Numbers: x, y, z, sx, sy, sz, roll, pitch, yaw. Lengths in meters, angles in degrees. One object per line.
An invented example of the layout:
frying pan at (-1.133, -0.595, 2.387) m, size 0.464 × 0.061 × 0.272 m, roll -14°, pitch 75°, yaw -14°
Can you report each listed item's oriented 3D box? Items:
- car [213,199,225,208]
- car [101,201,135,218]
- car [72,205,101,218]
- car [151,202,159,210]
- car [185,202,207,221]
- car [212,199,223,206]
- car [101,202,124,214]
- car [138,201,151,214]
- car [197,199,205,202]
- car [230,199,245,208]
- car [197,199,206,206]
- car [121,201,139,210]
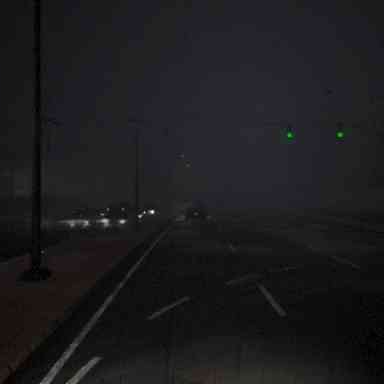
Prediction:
car at (5.170, 2.213, 62.151) m, size 1.837 × 1.490 × 4.892 m, roll 0°, pitch -1°, yaw 2°
car at (-7.501, 1.763, 34.923) m, size 2.097 × 1.767 × 4.553 m, roll 0°, pitch -1°, yaw 3°
car at (-10.976, 2.021, 35.389) m, size 1.895 × 1.301 × 4.718 m, roll 0°, pitch -1°, yaw 3°
car at (-6.667, 2.230, 54.038) m, size 1.895 × 1.301 × 4.718 m, roll 0°, pitch -1°, yaw 2°
car at (0.424, 1.924, 31.345) m, size 1.994 × 1.385 × 4.181 m, roll 0°, pitch -1°, yaw 2°
car at (5.582, 2.278, 72.576) m, size 2.128 × 1.511 × 4.902 m, roll 0°, pitch -1°, yaw 2°
car at (-10.554, 2.050, 44.506) m, size 1.812 × 1.442 × 4.674 m, roll 0°, pitch -1°, yaw 2°
car at (-7.074, 1.992, 43.959) m, size 1.882 × 1.535 × 5.008 m, roll 0°, pitch -1°, yaw 2°
car at (1.669, 2.261, 62.210) m, size 2.033 × 1.411 × 5.357 m, roll 0°, pitch -1°, yaw 2°
car at (8.664, 2.179, 61.945) m, size 1.882 × 1.535 × 5.008 m, roll 0°, pitch -1°, yaw 2°
car at (2.083, 2.310, 72.684) m, size 1.994 × 1.385 × 4.181 m, roll 0°, pitch -1°, yaw 2°
car at (-10.154, 2.239, 54.436) m, size 1.895 × 1.301 × 4.718 m, roll 0°, pitch -1°, yaw 2°
